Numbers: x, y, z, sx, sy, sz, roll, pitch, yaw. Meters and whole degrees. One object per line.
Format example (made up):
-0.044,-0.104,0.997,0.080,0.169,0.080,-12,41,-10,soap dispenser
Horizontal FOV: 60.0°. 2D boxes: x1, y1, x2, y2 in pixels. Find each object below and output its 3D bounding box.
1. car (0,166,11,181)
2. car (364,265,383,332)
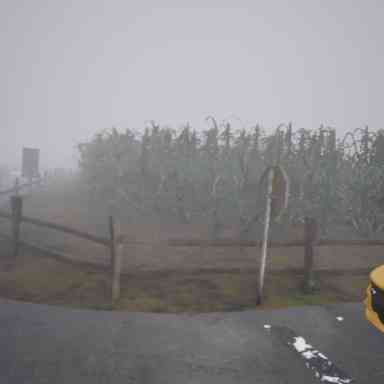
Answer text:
-19.334,-1.927,32.775,2.033,1.411,5.357,4,4,-17,car
4.928,1.382,4.694,5.008,1.535,1.882,2,4,-15,car
